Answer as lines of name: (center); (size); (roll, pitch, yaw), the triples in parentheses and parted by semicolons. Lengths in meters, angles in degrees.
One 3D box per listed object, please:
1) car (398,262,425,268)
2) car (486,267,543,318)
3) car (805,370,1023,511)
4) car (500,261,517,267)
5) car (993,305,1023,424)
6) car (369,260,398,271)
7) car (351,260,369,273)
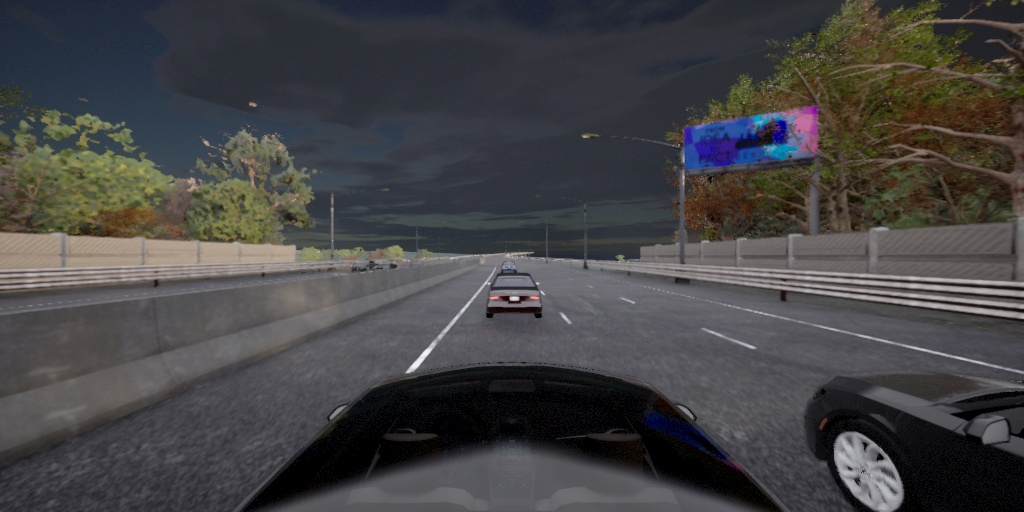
car: (-11.060, 1.333, 40.933); (1.895, 1.301, 4.718); (0, 0, -1)
car: (0.052, 1.296, 13.019); (2.033, 1.411, 5.357); (0, 0, 0)
car: (3.593, 1.255, 1.263); (1.837, 1.490, 4.892); (0, 0, 0)
car: (-0.389, 1.277, 42.045); (2.033, 1.411, 5.357); (0, 0, -1)
car: (7.092, 1.313, 2.449); (1.994, 1.385, 4.181); (0, 0, 0)
car: (-14.573, 1.296, 41.629); (1.994, 1.385, 4.181); (0, 0, -1)
car: (-18.135, 1.233, 44.338); (1.837, 1.490, 4.892); (0, 0, -1)
